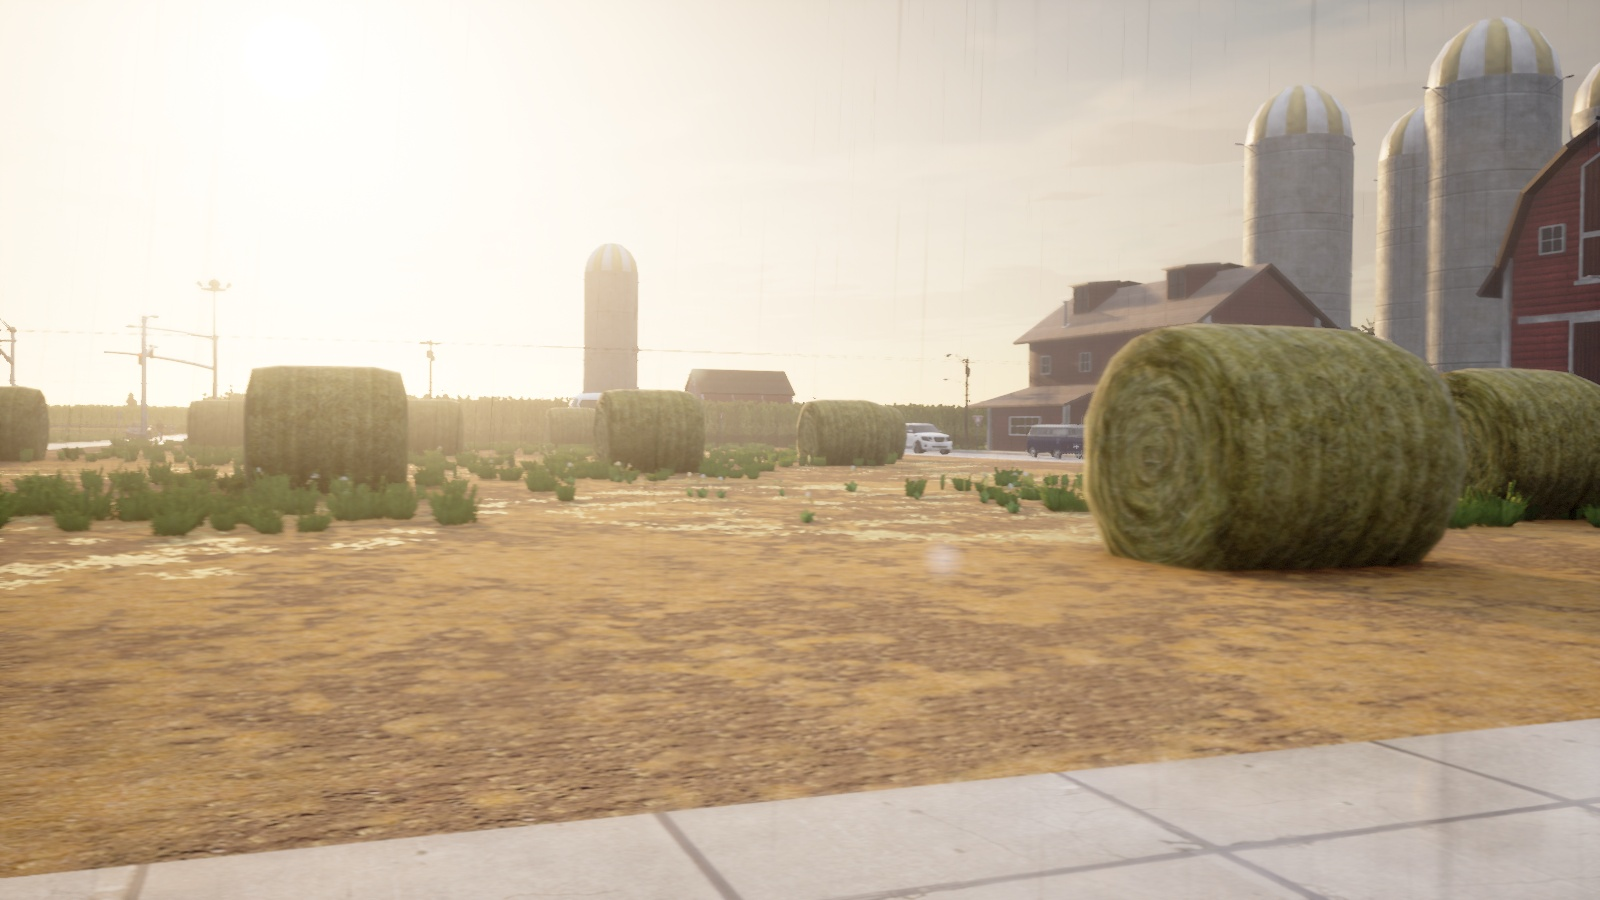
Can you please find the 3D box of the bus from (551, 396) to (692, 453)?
[{"bbox_3d":[-13.958,-2.014,98.184,10.273,4.253,3.944,-1,1,-21],"label":"bus"}]

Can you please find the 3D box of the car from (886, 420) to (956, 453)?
[{"bbox_3d":[7.801,-0.902,81.499,2.150,2.045,5.566,-1,1,-22],"label":"car"}]

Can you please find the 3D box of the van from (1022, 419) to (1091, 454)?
[{"bbox_3d":[14.917,-0.807,73.153,1.775,1.987,4.442,-1,1,-22],"label":"van"}]
